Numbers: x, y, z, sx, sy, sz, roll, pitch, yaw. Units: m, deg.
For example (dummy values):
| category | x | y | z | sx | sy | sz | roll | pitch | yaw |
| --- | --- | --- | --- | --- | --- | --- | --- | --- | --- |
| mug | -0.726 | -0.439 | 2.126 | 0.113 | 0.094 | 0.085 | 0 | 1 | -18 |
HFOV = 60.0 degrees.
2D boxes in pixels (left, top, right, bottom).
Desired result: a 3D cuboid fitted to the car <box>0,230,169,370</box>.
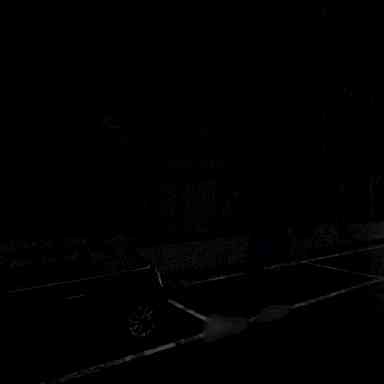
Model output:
| category | x | y | z | sx | sy | sz | roll | pitch | yaw |
| --- | --- | --- | --- | --- | --- | --- | --- | --- | --- |
| car | -2.455 | 1.440 | 4.784 | 4.097 | 1.590 | 1.967 | 0 | 0 | -35 |
